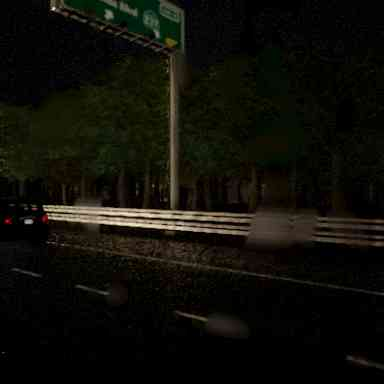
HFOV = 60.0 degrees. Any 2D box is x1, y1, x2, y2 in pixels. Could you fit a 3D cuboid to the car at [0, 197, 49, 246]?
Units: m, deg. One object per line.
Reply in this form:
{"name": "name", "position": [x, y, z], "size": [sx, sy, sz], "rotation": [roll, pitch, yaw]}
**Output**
{"name": "car", "position": [-8.351, 1.228, 14.115], "size": [5.566, 2.045, 2.150], "rotation": [0, 0, 35]}
